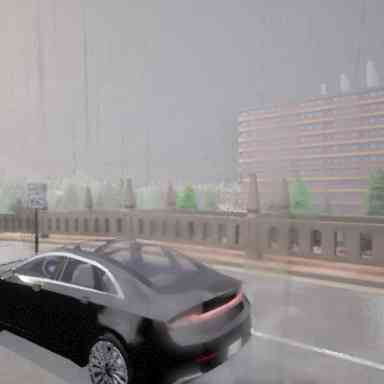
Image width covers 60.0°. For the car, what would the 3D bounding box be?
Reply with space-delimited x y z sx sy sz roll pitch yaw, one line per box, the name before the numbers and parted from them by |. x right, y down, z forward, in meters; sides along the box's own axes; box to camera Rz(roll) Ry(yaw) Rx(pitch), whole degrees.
car | -1.506 1.494 5.067 4.902 1.511 2.128 0 0 36
